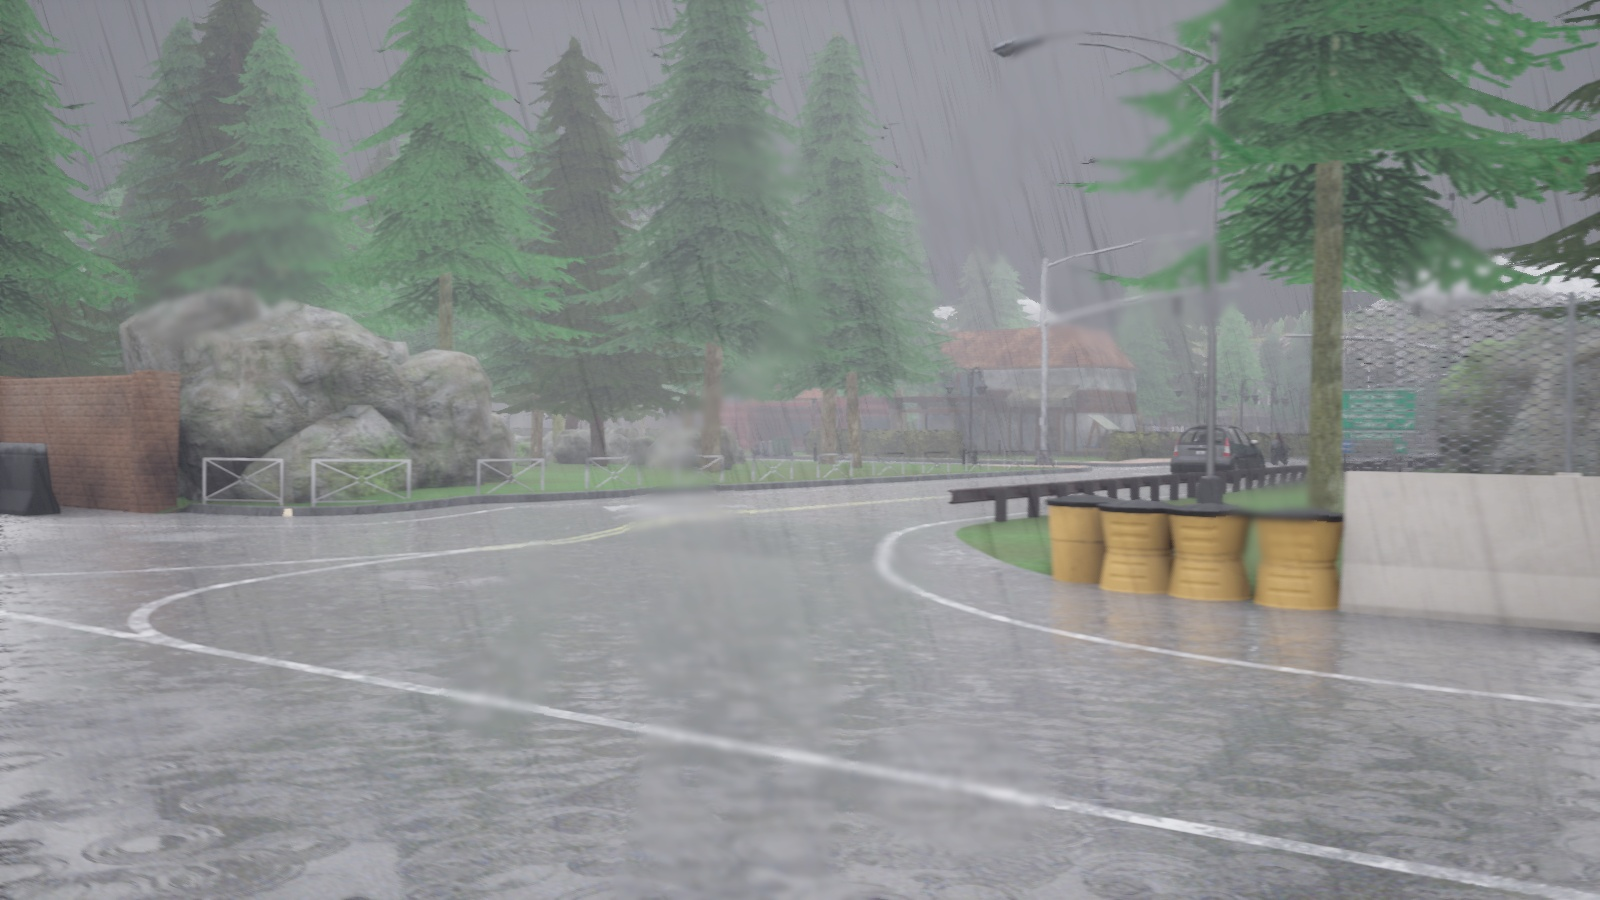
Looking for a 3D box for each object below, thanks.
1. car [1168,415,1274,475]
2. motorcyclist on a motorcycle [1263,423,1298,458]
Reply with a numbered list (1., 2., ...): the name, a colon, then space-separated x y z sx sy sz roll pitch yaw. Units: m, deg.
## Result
1. car: 12.056 -0.165 35.840 1.851 1.617 3.988 0 1 34
2. motorcyclist on a motorcycle: 21.561 -0.446 56.306 0.797 1.523 2.044 -2 0 39
